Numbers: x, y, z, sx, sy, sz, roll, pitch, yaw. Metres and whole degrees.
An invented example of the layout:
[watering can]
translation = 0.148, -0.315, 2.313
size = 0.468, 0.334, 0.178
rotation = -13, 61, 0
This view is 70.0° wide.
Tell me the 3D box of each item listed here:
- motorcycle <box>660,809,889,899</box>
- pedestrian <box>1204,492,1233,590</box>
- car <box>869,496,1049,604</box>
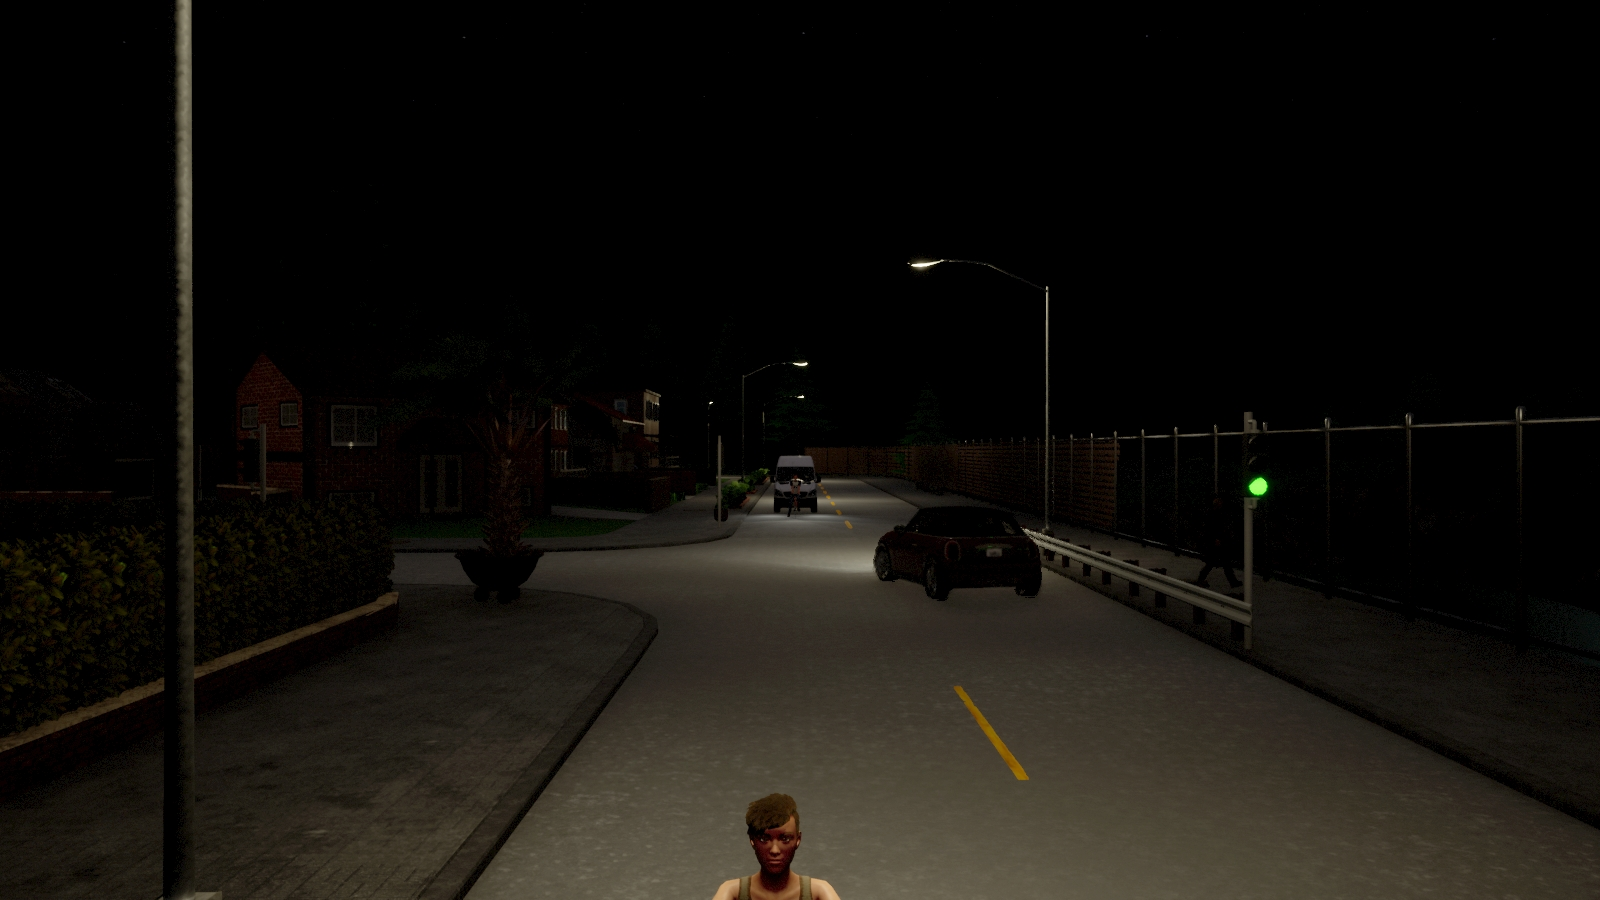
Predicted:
[motorcycle]
translation = -0.084, 2.157, 3.590
size = 0.764, 1.307, 2.356
rotation = 0, 0, -1
[pedestrian]
translation = 8.082, 1.753, 22.078
size = 0.375, 1.860, 0.375
rotation = 0, 0, -37
[car]
translation = 3.075, 1.914, 23.185
size = 2.097, 1.767, 4.553
rotation = 0, 0, -14
